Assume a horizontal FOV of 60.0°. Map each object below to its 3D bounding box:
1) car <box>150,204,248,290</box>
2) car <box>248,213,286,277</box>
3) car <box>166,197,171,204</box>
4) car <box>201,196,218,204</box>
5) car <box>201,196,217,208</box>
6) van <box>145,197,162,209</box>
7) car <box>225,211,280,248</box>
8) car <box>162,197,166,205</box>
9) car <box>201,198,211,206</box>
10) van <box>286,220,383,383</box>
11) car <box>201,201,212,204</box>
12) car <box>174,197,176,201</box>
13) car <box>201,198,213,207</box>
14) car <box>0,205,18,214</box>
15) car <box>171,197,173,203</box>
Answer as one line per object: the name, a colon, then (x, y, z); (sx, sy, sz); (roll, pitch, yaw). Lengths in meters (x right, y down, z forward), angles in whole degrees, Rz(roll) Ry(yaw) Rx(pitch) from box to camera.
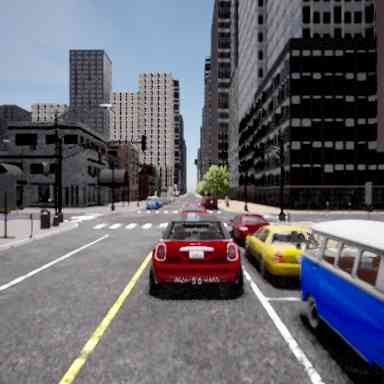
car: (0.099, 1.390, 9.359); (2.097, 1.767, 4.553); (0, 0, 0)
car: (2.688, 1.567, 10.159); (1.752, 1.417, 4.829); (0, 0, 0)
car: (-5.695, 1.780, 64.610); (1.967, 1.590, 4.097); (0, 0, 0)
car: (2.685, 1.556, 48.040); (2.192, 1.841, 5.009); (0, 0, 0)
car: (2.685, 1.588, 53.565); (2.192, 1.841, 5.009); (0, 0, 0)
van: (-5.695, 1.582, 48.038); (1.690, 1.788, 3.998); (0, 0, 0)
car: (2.688, 1.648, 15.652); (1.802, 1.307, 4.206); (0, 0, 0)
car: (-5.694, 1.713, 53.561); (1.967, 1.590, 4.097); (0, 0, 0)
car: (2.686, 1.906, 64.612); (1.947, 1.339, 4.313); (0, 0, 0)
van: (2.688, 1.359, 4.326); (1.690, 1.788, 3.998); (0, 0, 0)
car: (0.100, 1.570, 21.269); (1.882, 1.535, 5.008); (0, 0, 0)
car: (-5.696, 2.009, 86.533); (1.752, 1.417, 4.829); (0, 0, 0)
car: (2.686, 1.851, 59.087); (1.887, 1.381, 4.507); (0, 0, 0)
car: (-21.410, 1.608, 35.868); (4.829, 1.417, 1.752); (0, 0, 0)
car: (-5.695, 1.926, 70.132); (2.008, 1.369, 4.403); (0, 0, 0)
